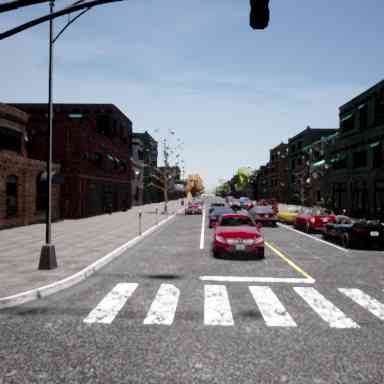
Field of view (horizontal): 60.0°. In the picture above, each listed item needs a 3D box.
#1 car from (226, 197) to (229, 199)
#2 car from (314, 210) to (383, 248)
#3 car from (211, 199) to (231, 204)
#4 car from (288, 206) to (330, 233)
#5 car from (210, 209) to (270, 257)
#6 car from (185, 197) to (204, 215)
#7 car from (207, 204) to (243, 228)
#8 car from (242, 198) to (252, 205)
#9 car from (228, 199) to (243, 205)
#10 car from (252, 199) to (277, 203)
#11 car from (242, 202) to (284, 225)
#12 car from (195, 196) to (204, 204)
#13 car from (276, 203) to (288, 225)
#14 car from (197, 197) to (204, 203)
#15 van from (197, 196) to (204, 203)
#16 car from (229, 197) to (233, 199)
[{"bbox_3d":[10.590,2.469,87.996,1.802,1.307,4.206,0,-1,2],"label":"car"},{"bbox_3d":[7.689,1.798,15.928,1.947,1.339,4.313,0,-1,2],"label":"car"},{"bbox_3d":[2.628,1.807,33.884,1.837,1.490,4.892,1,0,2],"label":"car"},{"bbox_3d":[7.913,1.723,21.473,1.967,1.590,4.097,0,-1,2],"label":"car"},{"bbox_3d":[1.778,1.643,13.632,1.812,1.442,4.674,1,0,3],"label":"car"},{"bbox_3d":[0.210,1.742,38.440,1.967,1.590,4.097,0,-1,2],"label":"car"},{"bbox_3d":[2.209,1.772,23.576,1.994,1.385,4.181,1,0,2],"label":"car"},{"bbox_3d":[9.029,1.975,49.191,1.967,1.590,4.097,0,-1,2],"label":"car"},{"bbox_3d":[6.553,2.120,52.044,1.895,1.301,4.718,1,0,2],"label":"car"},{"bbox_3d":[8.583,1.749,38.105,2.192,1.841,5.009,0,-1,2],"label":"car"},{"bbox_3d":[5.542,1.836,26.700,2.033,1.411,5.357,1,0,3],"label":"car"},{"bbox_3d":[1.996,2.019,82.790,2.192,1.841,5.009,0,-1,2],"label":"car"},{"bbox_3d":[8.142,1.860,27.186,1.752,1.417,4.829,0,-1,2],"label":"car"},{"bbox_3d":[2.442,2.244,93.877,1.967,1.590,4.097,0,-1,2],"label":"car"},{"bbox_3d":[2.219,2.095,88.334,1.690,1.788,3.998,0,-1,2],"label":"van"},{"bbox_3d":[10.144,2.368,76.908,1.802,1.307,4.206,0,-1,2],"label":"car"}]
